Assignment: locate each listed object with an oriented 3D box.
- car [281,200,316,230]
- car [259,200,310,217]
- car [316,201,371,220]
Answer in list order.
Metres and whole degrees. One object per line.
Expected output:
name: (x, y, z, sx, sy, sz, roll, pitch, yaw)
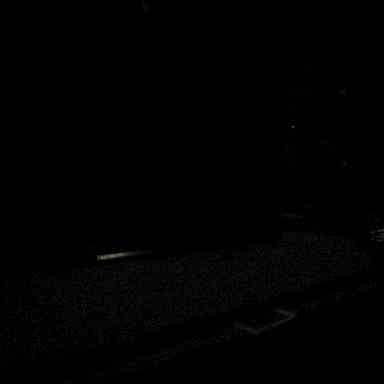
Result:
car: (4.962, 1.438, 20.784, 1.752, 1.417, 4.829, -1, 0, -35)
car: (8.269, 1.403, 29.978, 1.802, 1.307, 4.206, -1, 0, -35)
car: (11.407, 1.383, 25.568, 1.947, 1.339, 4.313, -1, 0, -35)
